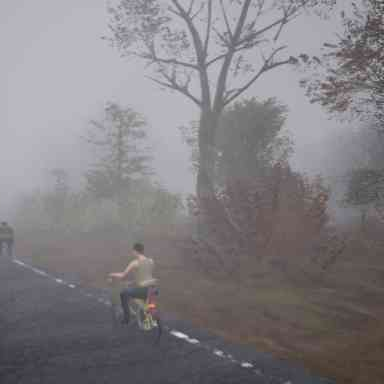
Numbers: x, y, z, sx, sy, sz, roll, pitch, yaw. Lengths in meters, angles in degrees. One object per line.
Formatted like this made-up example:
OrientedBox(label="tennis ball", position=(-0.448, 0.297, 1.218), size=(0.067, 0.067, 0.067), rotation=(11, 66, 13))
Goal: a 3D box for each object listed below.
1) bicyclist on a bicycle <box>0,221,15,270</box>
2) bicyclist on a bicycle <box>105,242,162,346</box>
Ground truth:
OrientedBox(label="bicyclist on a bicycle", position=(-6.519, 1.839, 11.598), size=(0.582, 1.620, 1.656), rotation=(3, -3, -43))
OrientedBox(label="bicyclist on a bicycle", position=(-0.983, 1.660, 5.704), size=(0.866, 1.612, 1.509), rotation=(2, -3, -43))
